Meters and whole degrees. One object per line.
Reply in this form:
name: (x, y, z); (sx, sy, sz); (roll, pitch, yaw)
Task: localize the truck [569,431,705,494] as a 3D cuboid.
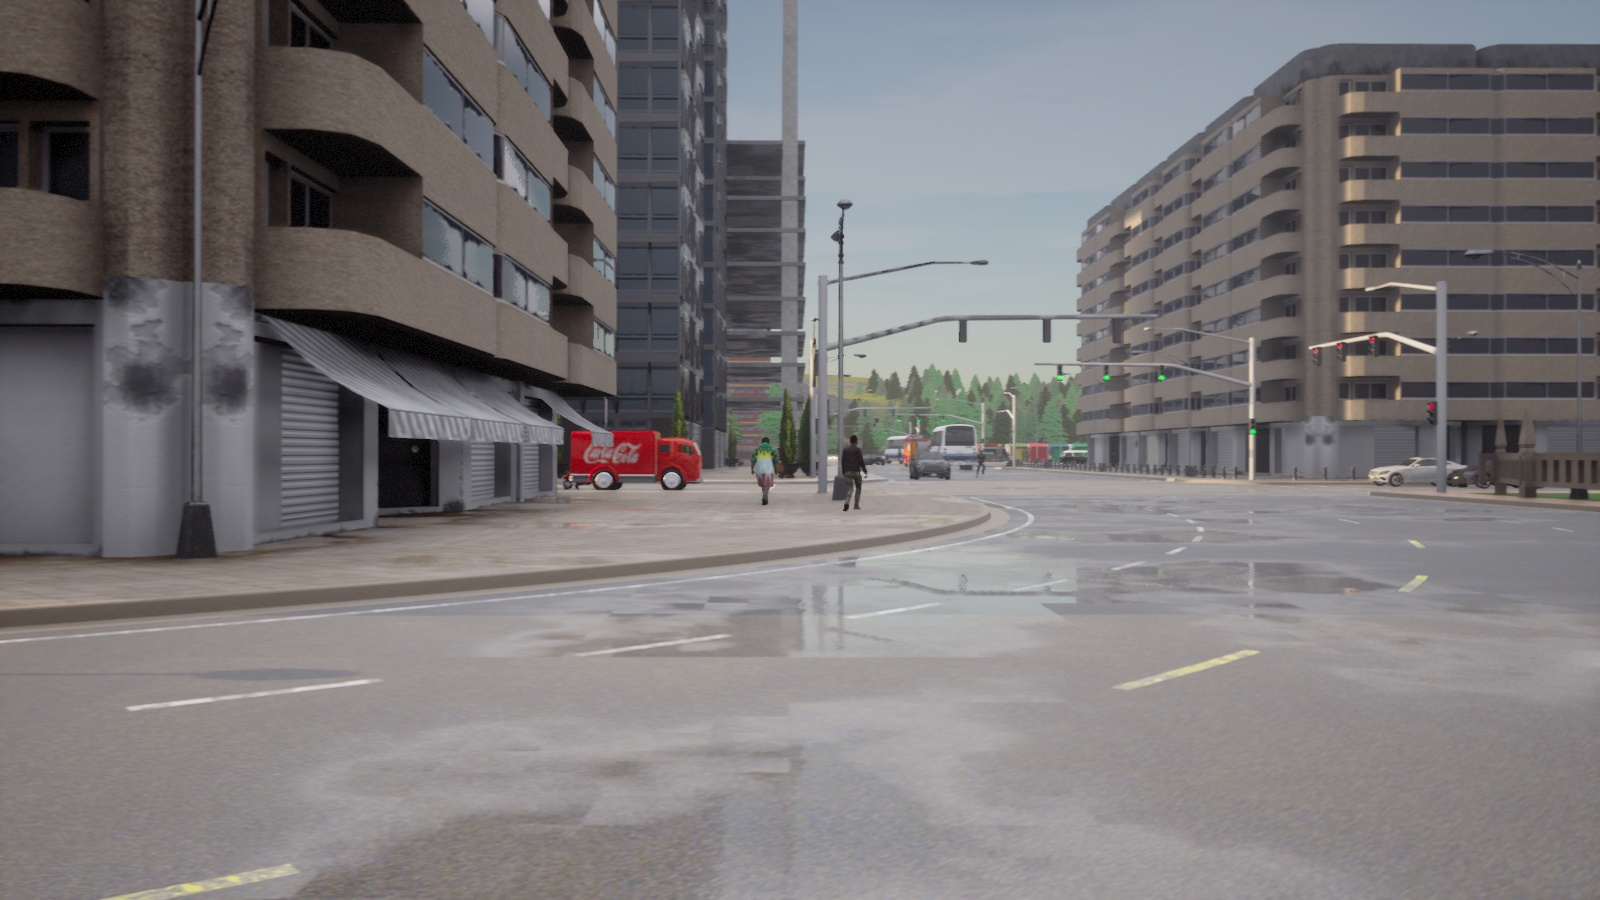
truck: (-6.524, 0.496, 50.836); (5.204, 2.467, 2.627); (0, 0, 0)

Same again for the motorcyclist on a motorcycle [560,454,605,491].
motorcyclist on a motorcycle: (-9.399, 0.955, 54.318); (1.817, 1.590, 0.866); (0, 0, 0)

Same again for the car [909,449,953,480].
car: (7.675, 0.823, 73.909); (2.097, 1.767, 4.553); (0, 0, 0)

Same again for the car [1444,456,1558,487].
car: (32.364, 0.966, 58.051); (4.181, 1.385, 1.994); (0, 0, -1)

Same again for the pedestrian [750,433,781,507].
pedestrian: (-0.921, 0.525, 33.627); (0.659, 1.952, 0.873); (0, 0, 11)

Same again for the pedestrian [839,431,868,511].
pedestrian: (1.250, 0.488, 29.298); (0.431, 1.840, 0.703); (0, 0, 25)

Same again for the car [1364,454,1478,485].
car: (30.397, 0.944, 61.534); (4.674, 1.442, 1.812); (0, 0, 0)
